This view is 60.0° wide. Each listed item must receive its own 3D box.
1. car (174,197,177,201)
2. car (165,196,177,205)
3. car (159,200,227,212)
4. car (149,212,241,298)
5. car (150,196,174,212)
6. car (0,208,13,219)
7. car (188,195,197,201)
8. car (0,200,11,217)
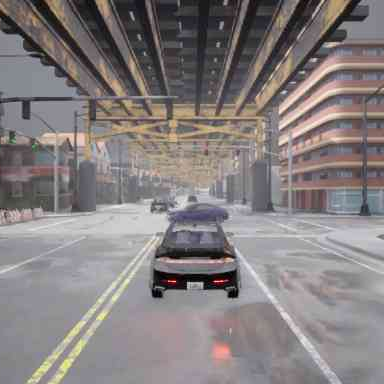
[{"bbox_3d":[-3.604,1.352,48.123,2.097,1.767,4.553,0,0,0],"label":"car"},{"bbox_3d":[-3.595,1.510,58.826,1.812,1.442,4.674,0,0,0],"label":"car"},{"bbox_3d":[0.352,1.526,23.277,4.674,1.442,1.812,0,-1,-27],"label":"car"},{"bbox_3d":[0.071,1.492,8.480,2.128,1.511,4.902,0,0,0],"label":"car"},{"bbox_3d":[-3.607,1.491,37.948,2.128,1.511,4.902,0,0,0],"label":"car"},{"bbox_3d":[-16.769,1.453,25.955,4.974,1.542,2.038,0,0,-20],"label":"car"},{"bbox_3d":[0.050,1.419,70.937,1.837,1.490,4.892,0,1,0],"label":"car"},{"bbox_3d":[-16.817,1.295,25.937,4.536,1.218,1.853,0,0,-20],"label":"car"}]
